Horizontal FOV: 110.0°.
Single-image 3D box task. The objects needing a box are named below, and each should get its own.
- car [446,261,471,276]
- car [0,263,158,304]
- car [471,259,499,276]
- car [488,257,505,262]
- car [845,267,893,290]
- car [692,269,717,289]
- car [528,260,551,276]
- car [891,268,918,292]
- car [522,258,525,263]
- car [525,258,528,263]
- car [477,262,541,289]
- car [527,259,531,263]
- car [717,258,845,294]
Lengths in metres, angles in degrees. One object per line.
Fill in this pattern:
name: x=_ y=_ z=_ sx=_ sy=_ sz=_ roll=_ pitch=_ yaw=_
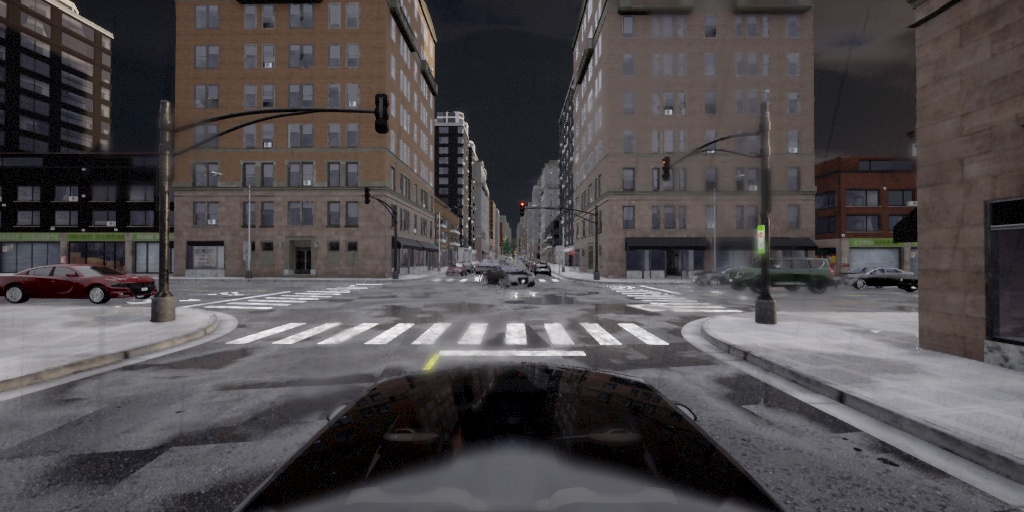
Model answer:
car: x=-5.559 y=1.336 z=36.367 sx=1.802 sy=1.307 sz=4.207 roll=0 pitch=0 yaw=1
car: x=-17.440 y=1.062 z=14.552 sx=5.008 sy=1.535 sz=1.882 roll=0 pitch=-1 yaw=-1
car: x=-2.775 y=1.301 z=38.439 sx=2.033 sy=1.411 sz=5.357 roll=0 pitch=0 yaw=1
car: x=-2.565 y=1.244 z=55.064 sx=2.128 sy=1.511 sz=4.902 roll=0 pitch=0 yaw=1
car: x=24.230 y=1.463 z=24.235 sx=4.902 sy=1.511 sz=2.128 roll=0 pitch=-1 yaw=0
car: x=14.826 y=1.401 z=24.292 sx=4.902 sy=1.511 sz=2.128 roll=0 pitch=-1 yaw=2
car: x=2.967 y=1.318 z=36.266 sx=1.948 sy=1.339 sz=4.313 roll=0 pitch=0 yaw=1
car: x=25.717 y=1.550 z=20.979 sx=4.718 sy=1.301 sz=1.895 roll=0 pitch=-1 yaw=0
car: x=3.306 y=1.315 z=63.918 sx=1.948 sy=1.339 sz=4.313 roll=0 pitch=0 yaw=1
car: x=3.102 y=1.302 z=47.327 sx=2.007 sy=1.370 sz=4.403 roll=0 pitch=0 yaw=1
car: x=-0.304 y=1.317 z=23.102 sx=1.994 sy=1.385 sz=4.181 roll=0 pitch=0 yaw=-29
car: x=3.035 y=1.297 z=41.796 sx=1.888 sy=1.381 sz=4.507 roll=0 pitch=0 yaw=1
car: x=15.615 y=1.105 z=21.045 sx=5.566 sy=2.045 sz=2.150 roll=0 pitch=-1 yaw=0
